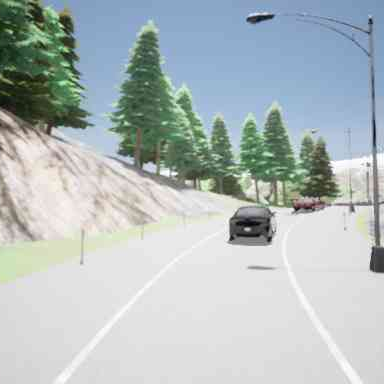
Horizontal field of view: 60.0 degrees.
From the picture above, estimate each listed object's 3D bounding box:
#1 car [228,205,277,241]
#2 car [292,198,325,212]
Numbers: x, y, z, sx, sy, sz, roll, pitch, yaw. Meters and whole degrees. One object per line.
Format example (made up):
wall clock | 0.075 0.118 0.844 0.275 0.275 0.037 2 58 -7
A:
car | 3.069 1.392 16.332 1.882 1.535 5.008 -1 0 17
car | 11.441 1.212 32.281 1.895 1.301 4.718 -3 -1 37
